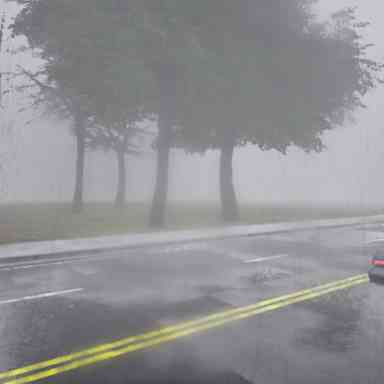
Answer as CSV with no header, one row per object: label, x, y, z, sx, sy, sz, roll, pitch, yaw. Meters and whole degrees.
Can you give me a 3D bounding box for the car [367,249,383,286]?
car,6.359,1.570,8.019,5.357,1.411,2.033,0,0,-35
